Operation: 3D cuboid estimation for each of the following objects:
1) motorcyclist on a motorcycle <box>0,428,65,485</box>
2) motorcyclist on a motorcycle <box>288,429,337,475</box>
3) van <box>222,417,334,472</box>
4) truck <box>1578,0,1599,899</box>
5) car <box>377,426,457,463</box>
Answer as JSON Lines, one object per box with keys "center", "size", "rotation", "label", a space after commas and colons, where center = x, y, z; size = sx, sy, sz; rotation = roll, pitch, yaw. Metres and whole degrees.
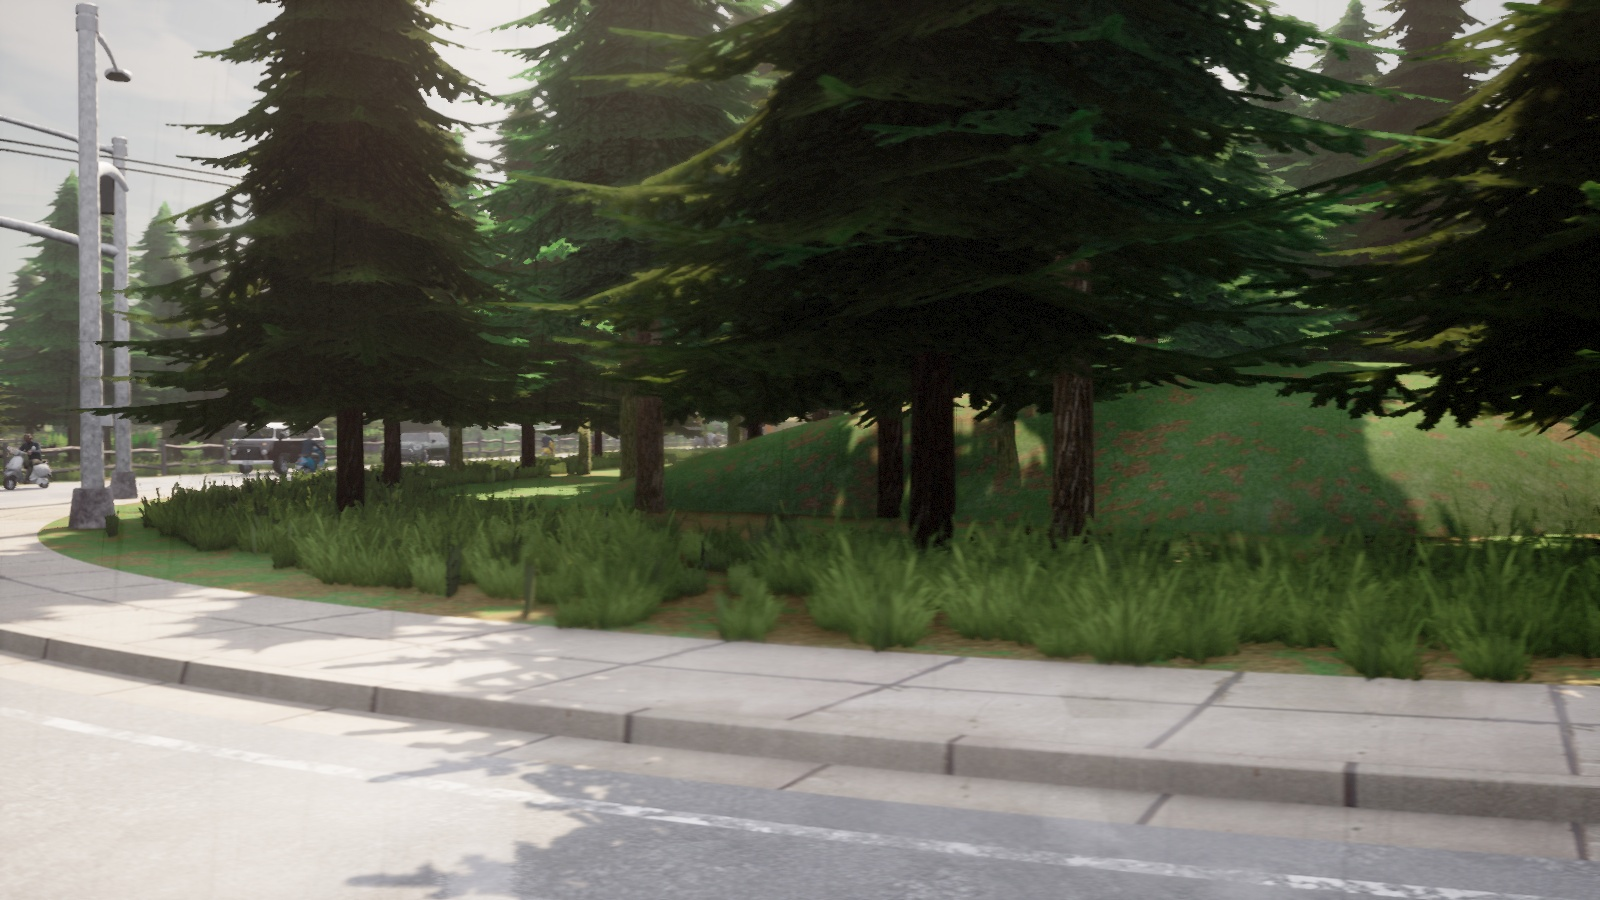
{"center": [-21.913, 0.166, 35.650], "size": [0.866, 1.590, 1.817], "rotation": [0, 1, 7], "label": "motorcyclist on a motorcycle"}
{"center": [-17.292, 0.055, 44.576], "size": [0.866, 1.590, 1.817], "rotation": [0, 1, 7], "label": "motorcyclist on a motorcycle"}
{"center": [-20.275, -0.252, 48.998], "size": [2.069, 2.038, 4.480], "rotation": [0, 1, 7], "label": "van"}
{"center": [6.299, -0.336, 1.725], "size": [8.468, 3.827, 2.891], "rotation": [0, 1, 5], "label": "truck"}
{"center": [-18.736, -0.299, 61.703], "size": [2.097, 1.767, 4.553], "rotation": [0, 1, 7], "label": "car"}
